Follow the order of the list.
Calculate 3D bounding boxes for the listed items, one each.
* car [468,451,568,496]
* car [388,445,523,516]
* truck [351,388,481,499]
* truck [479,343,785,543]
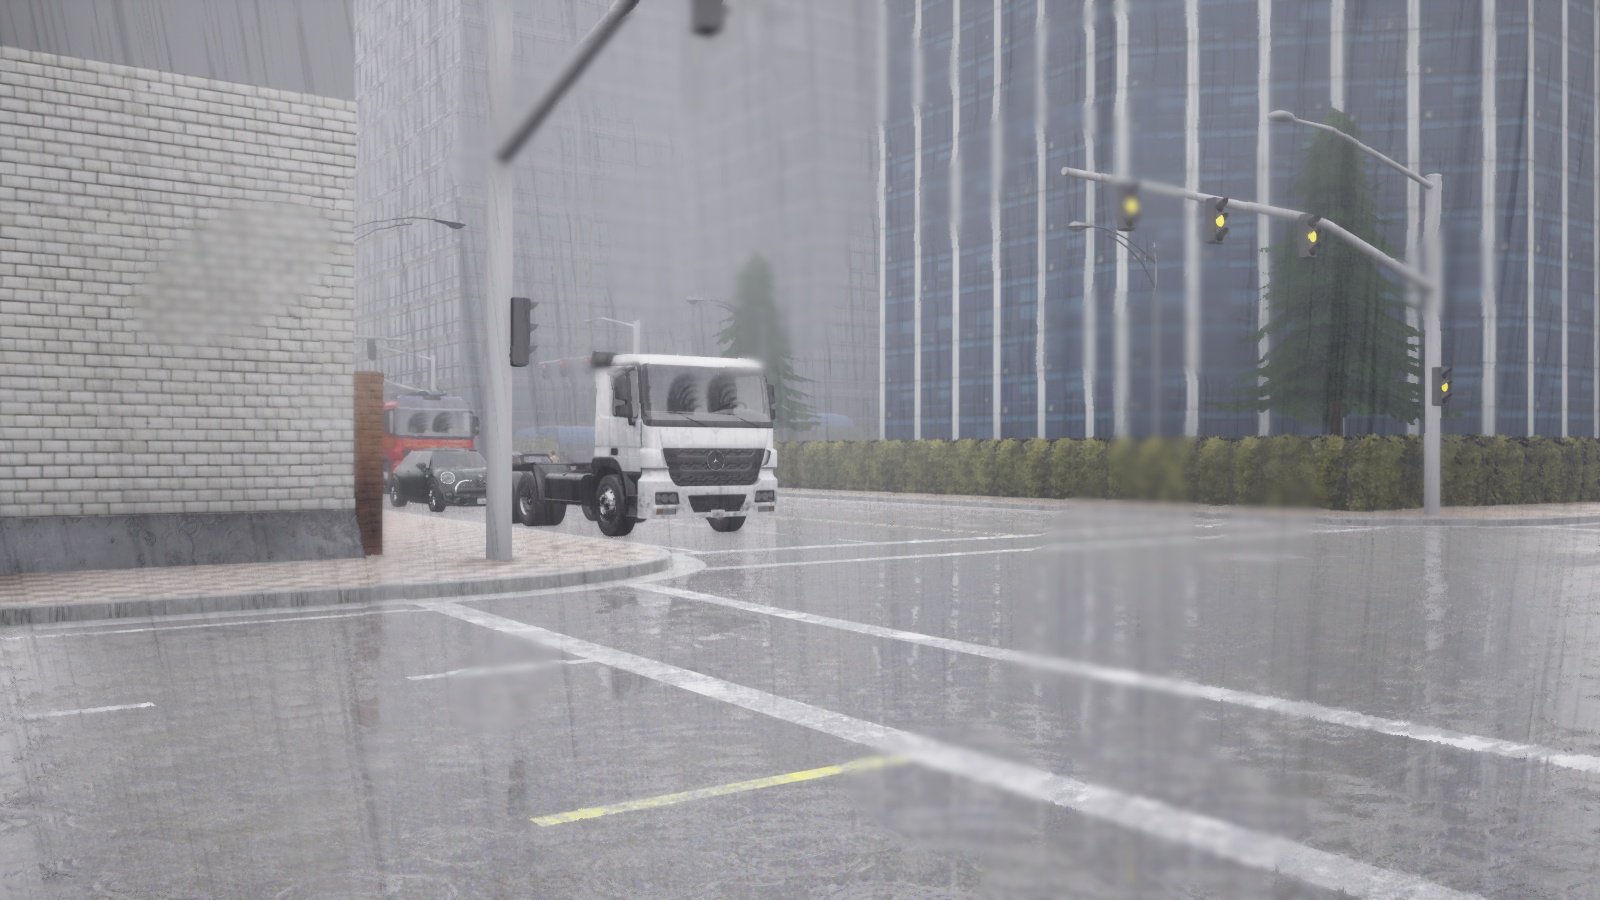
[{"bbox_3d":[-10.881,0.871,48.227,2.033,1.649,4.856,0,0,-35],"label":"car"},{"bbox_3d":[-9.337,0.761,33.803,2.097,1.767,4.553,0,0,-35],"label":"car"},{"bbox_3d":[-14.725,-0.216,47.677,2.891,3.827,8.468,0,0,-30],"label":"truck"},{"bbox_3d":[-3.750,-0.110,25.811,2.891,3.462,7.936,0,0,-35],"label":"truck"}]
